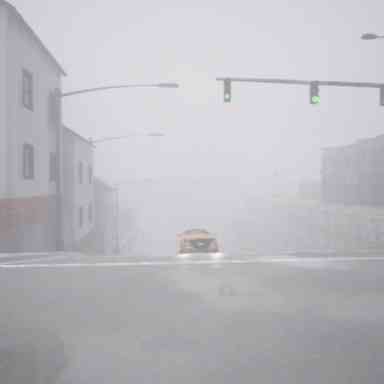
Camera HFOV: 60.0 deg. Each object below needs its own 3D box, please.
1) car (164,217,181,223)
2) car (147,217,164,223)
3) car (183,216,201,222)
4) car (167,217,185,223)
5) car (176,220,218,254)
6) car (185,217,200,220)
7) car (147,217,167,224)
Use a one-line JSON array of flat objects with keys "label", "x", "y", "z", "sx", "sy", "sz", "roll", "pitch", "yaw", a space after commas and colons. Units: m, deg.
[{"label": "car", "x": -5.173, "y": 7.474, "z": 89.329, "sx": 4.536, "sy": 1.218, "sz": 1.853, "roll": -1, "pitch": 2, "yaw": -42}, {"label": "car", "x": -9.841, "y": 7.497, "z": 88.903, "sx": 4.536, "sy": 1.218, "sz": 1.853, "roll": 1, "pitch": 2, "yaw": 38}, {"label": "car", "x": 0.015, "y": 7.432, "z": 90.582, "sx": 4.536, "sy": 1.218, "sz": 1.853, "roll": 0, "pitch": 1, "yaw": 23}, {"label": "car", "x": -5.211, "y": 7.632, "z": 89.298, "sx": 4.974, "sy": 1.542, "sz": 2.038, "roll": -1, "pitch": 2, "yaw": -42}, {"label": "car", "x": 0.167, "y": 2.722, "z": 18.324, "sx": 1.882, "sy": 1.535, "sz": 5.008, "roll": -1, "pitch": -11, "yaw": -6}, {"label": "car", "x": 0.063, "y": 7.589, "z": 90.565, "sx": 4.974, "sy": 1.542, "sz": 2.038, "roll": 0, "pitch": 1, "yaw": 23}, {"label": "car", "x": -9.800, "y": 7.655, "z": 88.874, "sx": 4.974, "sy": 1.542, "sz": 2.038, "roll": 1, "pitch": 2, "yaw": 38}]
